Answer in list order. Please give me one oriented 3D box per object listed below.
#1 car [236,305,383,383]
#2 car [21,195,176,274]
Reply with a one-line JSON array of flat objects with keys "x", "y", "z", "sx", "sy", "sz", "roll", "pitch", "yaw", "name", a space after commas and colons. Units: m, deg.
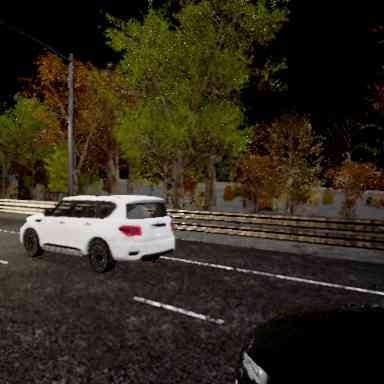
[{"x": 2.639, "y": 1.507, "z": 2.119, "sx": 4.902, "sy": 1.511, "sz": 2.128, "roll": 1, "pitch": 1, "yaw": 35, "name": "car"}, {"x": -3.083, "y": 1.102, "z": 10.446, "sx": 5.566, "sy": 2.045, "sz": 2.150, "roll": 1, "pitch": 1, "yaw": 35, "name": "car"}]
